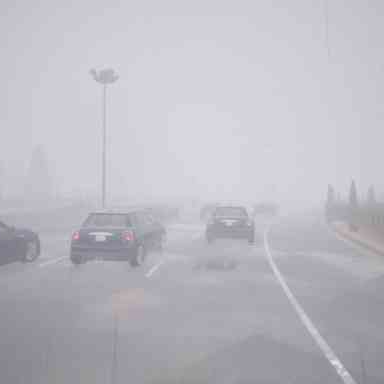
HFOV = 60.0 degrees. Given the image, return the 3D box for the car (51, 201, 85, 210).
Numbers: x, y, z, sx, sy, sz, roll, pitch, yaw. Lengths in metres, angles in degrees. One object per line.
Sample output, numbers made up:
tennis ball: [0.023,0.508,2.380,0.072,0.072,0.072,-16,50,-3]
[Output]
car: [-11.737,1.575,32.614,1.812,1.442,4.674,0,0,20]

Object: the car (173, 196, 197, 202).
car: [-0.417,1.664,48.828,1.837,1.490,4.892,0,-1,31]

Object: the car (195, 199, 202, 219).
car: [2.130,1.565,29.291,1.837,1.490,4.892,0,0,20]

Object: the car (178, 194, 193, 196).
car: [-1.622,1.458,59.904,2.150,2.045,5.566,0,-1,35]

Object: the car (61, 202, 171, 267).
car: [-2.331,1.354,11.665,2.097,1.767,4.553,0,0,8]

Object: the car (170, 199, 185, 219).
car: [-2.400,1.548,26.877,1.837,1.490,4.892,0,0,17]

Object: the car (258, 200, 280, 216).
car: [7.596,1.559,33.502,1.882,1.535,5.008,0,0,23]

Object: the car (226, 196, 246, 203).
car: [8.937,1.475,67.592,1.994,1.385,4.181,0,-1,42]

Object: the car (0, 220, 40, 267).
car: [-6.195,1.337,9.163,2.097,1.767,4.553,0,0,5]

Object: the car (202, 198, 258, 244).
car: [1.995,1.374,16.147,2.097,1.767,4.553,0,0,11]
